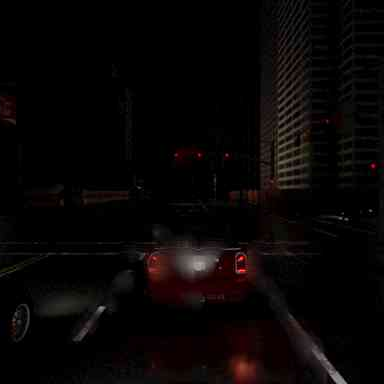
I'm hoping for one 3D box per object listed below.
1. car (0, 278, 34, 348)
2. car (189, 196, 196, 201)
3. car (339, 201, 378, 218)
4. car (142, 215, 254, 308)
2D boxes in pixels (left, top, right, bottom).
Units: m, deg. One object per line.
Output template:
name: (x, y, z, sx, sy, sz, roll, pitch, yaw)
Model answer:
car: (-3.393, 1.526, 3.315, 1.812, 1.442, 4.674, 0, 0, 0)
car: (0.128, 1.595, 83.437, 1.895, 1.301, 4.718, 0, 0, 0)
car: (16.317, 1.547, 30.126, 5.357, 1.411, 2.033, 0, 0, 0)
car: (0.112, 1.352, 8.087, 2.097, 1.767, 4.553, 0, 0, 0)
